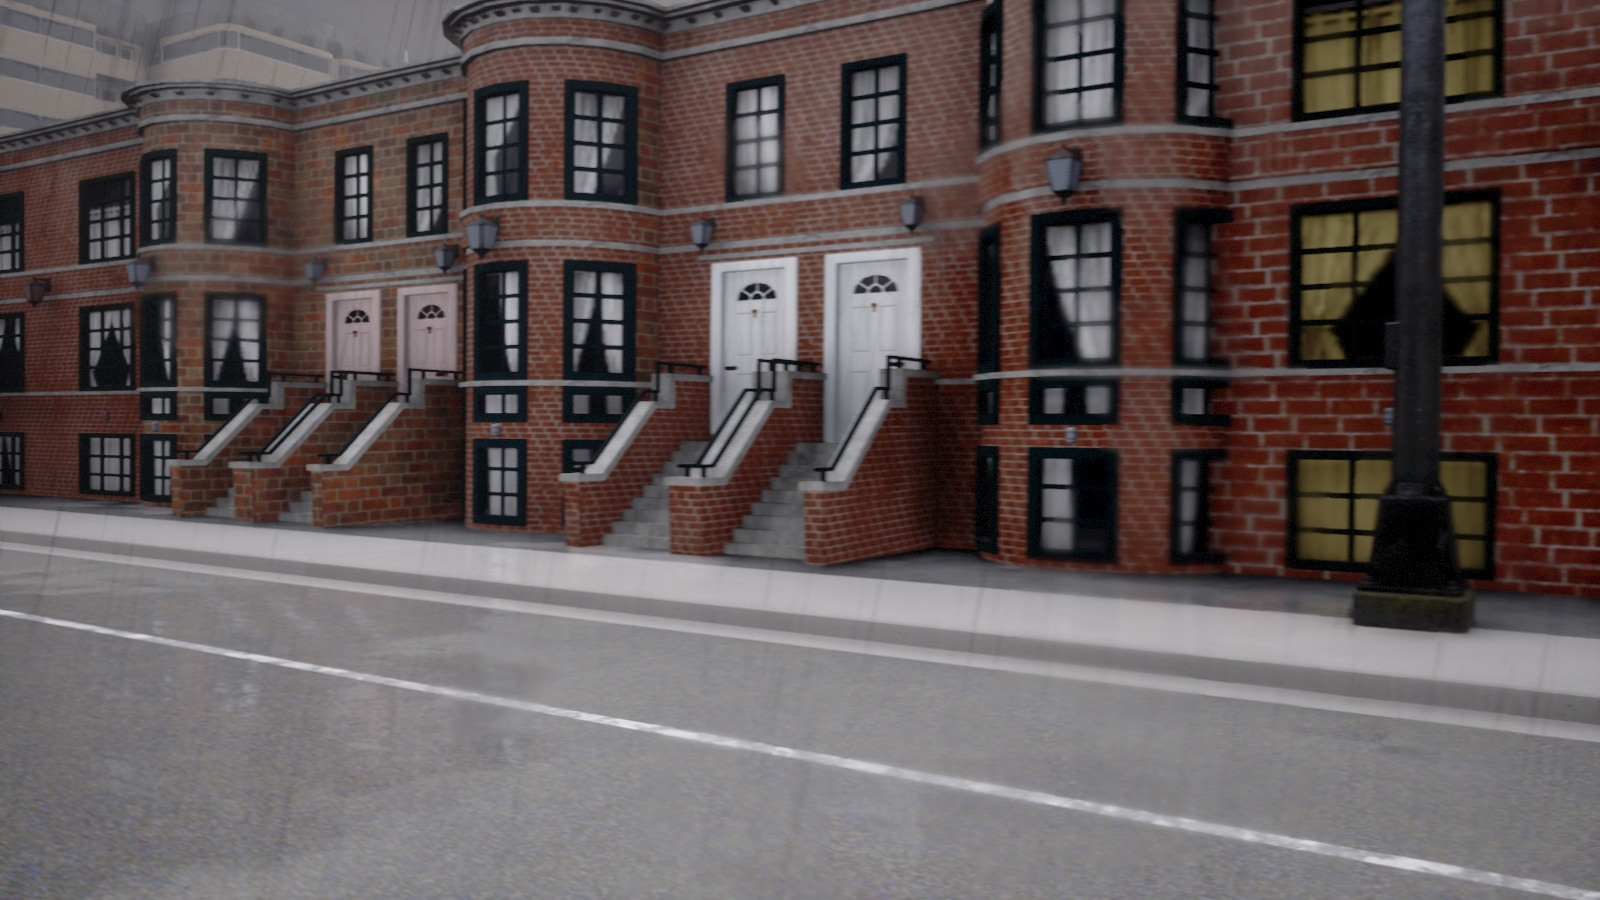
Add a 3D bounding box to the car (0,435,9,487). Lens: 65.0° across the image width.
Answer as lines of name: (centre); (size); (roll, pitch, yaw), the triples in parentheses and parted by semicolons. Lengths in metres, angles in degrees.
car: (-27.528, 0.382, 38.760); (2.033, 1.649, 4.856); (0, 1, 33)
